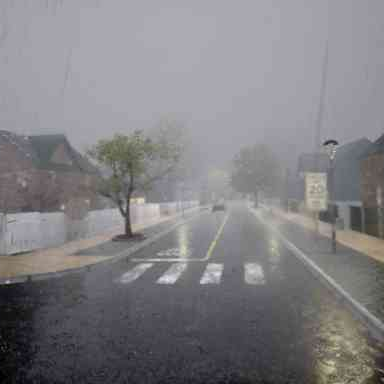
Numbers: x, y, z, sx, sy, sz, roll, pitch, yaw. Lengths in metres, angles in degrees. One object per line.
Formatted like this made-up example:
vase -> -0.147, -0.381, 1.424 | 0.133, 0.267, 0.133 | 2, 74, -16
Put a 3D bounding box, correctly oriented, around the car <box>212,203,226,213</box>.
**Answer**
car -> 3.897, 2.194, 47.605 | 1.895, 1.301, 4.718 | -2, -1, 8
